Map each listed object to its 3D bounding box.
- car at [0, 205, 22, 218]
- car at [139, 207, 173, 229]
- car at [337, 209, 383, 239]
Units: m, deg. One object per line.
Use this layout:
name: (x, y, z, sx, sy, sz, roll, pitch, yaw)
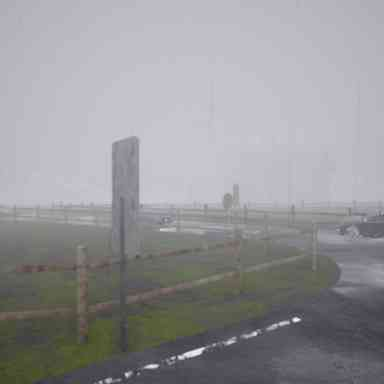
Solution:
car: (-20.269, 2.040, 35.588, 4.718, 1.301, 1.895, -1, 0, 33)
car: (-3.373, 1.795, 23.978, 4.181, 1.385, 1.994, -1, 0, 37)
car: (9.760, 1.591, 16.374, 4.892, 1.490, 1.837, -1, 5, 39)
